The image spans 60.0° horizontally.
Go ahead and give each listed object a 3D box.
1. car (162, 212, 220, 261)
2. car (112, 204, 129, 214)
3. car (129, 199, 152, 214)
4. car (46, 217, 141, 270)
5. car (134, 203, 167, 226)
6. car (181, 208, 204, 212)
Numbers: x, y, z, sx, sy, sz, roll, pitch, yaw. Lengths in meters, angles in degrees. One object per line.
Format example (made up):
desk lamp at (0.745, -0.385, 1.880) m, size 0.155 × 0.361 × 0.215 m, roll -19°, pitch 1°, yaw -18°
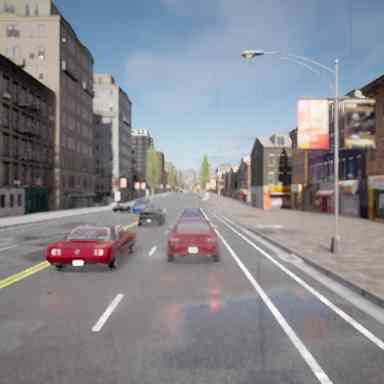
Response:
car at (0.051, 1.714, 12.949) m, size 1.812 × 1.442 × 4.674 m, roll 0°, pitch -1°, yaw 0°
car at (-9.845, 2.309, 46.843) m, size 1.895 × 1.301 × 4.718 m, roll 0°, pitch -1°, yaw 0°
car at (-6.604, 1.905, 44.814) m, size 2.150 × 2.045 × 5.566 m, roll 0°, pitch -1°, yaw 0°
car at (-3.208, 1.769, 11.665) m, size 1.895 × 1.301 × 4.718 m, roll 0°, pitch -1°, yaw 1°
car at (-3.202, 1.936, 27.322) m, size 1.837 × 1.490 × 4.892 m, roll 0°, pitch -1°, yaw 0°
car at (0.050, 1.996, 27.450) m, size 1.994 × 1.385 × 4.181 m, roll 0°, pitch -1°, yaw 0°
